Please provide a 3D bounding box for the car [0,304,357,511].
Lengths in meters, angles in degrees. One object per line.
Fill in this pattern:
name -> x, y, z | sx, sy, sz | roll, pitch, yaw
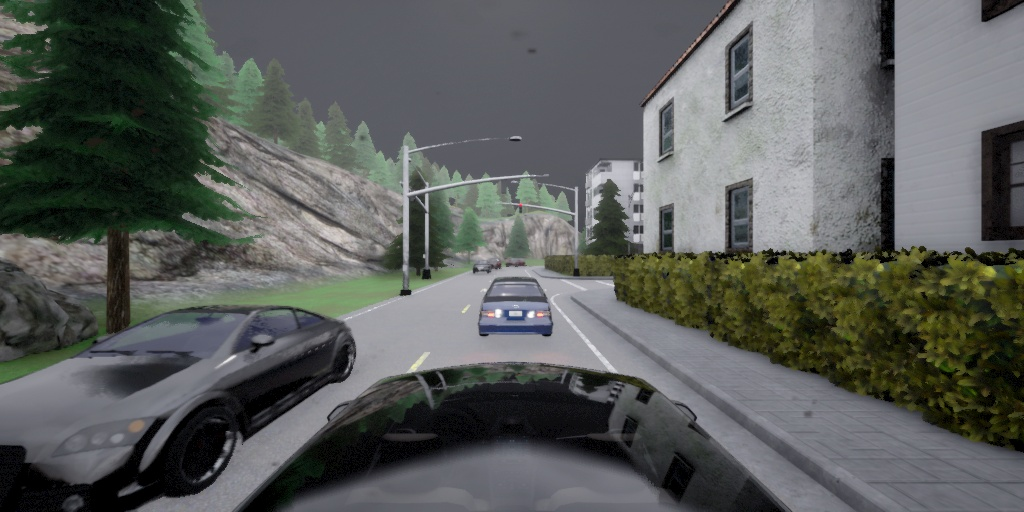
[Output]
car -> -3.598, 1.314, 4.332 | 1.994, 1.385, 4.181 | 0, 0, 0

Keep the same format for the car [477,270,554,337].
car -> 0.091, 1.297, 10.296 | 2.033, 1.411, 5.357 | 0, 0, 0

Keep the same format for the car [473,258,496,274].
car -> -3.429, 1.240, 41.912 | 2.128, 1.511, 4.902 | 0, 0, 2

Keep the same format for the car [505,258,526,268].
car -> 0.632, 1.103, 63.094 | 2.097, 1.767, 4.553 | 0, 0, 29

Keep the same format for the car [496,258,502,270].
car -> -2.858, 1.101, 51.781 | 2.097, 1.767, 4.553 | 0, 0, 9
